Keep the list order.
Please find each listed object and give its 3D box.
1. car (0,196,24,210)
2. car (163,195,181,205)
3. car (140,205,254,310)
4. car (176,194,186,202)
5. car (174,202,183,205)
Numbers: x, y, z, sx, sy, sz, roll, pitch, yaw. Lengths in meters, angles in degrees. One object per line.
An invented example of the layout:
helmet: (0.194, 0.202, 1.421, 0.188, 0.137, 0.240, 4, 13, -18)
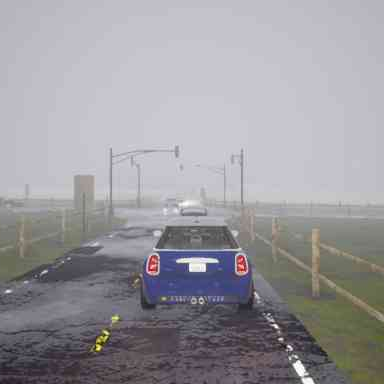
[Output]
car: (-21.052, 1.111, 36.272, 5.008, 1.535, 1.882, 1, 0, 0)
car: (-2.899, 1.533, 46.518, 1.812, 1.442, 4.674, 0, 0, 0)
car: (0.096, 1.353, 7.989, 2.097, 1.767, 4.553, 0, 0, 0)
car: (-2.791, 1.580, 65.269, 1.994, 1.385, 4.181, 0, 0, 1)
car: (0.092, 1.507, 17.155, 1.837, 1.490, 4.892, 0, 0, 0)
